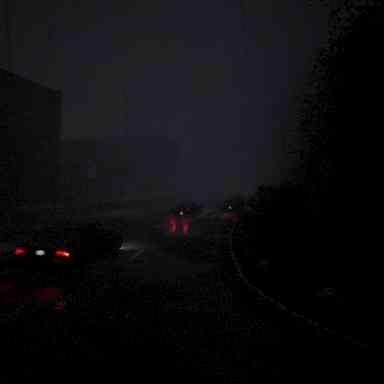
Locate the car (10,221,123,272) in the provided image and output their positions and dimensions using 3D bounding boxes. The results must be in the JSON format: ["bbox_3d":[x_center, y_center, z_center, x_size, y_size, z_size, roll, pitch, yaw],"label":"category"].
[{"bbox_3d":[-3.959,1.731,11.564,2.033,1.411,5.357,2,0,4],"label":"car"}]

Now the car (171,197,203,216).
[{"bbox_3d":[-0.345,1.553,32.090,1.895,1.301,4.718,1,2,15],"label":"car"}]

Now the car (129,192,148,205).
[{"bbox_3d":[-8.476,0.919,45.663,1.946,1.575,5.366,1,2,18],"label":"car"}]

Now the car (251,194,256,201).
[{"bbox_3d":[10.528,1.001,55.463,2.033,1.411,5.357,1,2,18],"label":"car"}]

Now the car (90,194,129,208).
[{"bbox_3d":[-10.187,1.041,40.413,1.946,1.575,5.366,1,2,18],"label":"car"}]

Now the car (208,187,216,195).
[{"bbox_3d":[3.533,-0.174,82.709,2.435,2.045,5.566,1,2,18],"label":"car"}]

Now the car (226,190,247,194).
[{"bbox_3d":[7.532,0.863,56.757,1.882,1.535,5.008,1,2,18],"label":"car"}]

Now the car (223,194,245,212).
[{"bbox_3d":[4.804,1.365,37.816,1.837,1.490,4.892,1,2,17],"label":"car"}]

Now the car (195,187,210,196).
[{"bbox_3d":[1.839,0.197,77.494,2.231,1.521,4.892,1,2,18],"label":"car"}]

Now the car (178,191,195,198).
[{"bbox_3d":[-1.582,0.466,66.950,2.163,1.488,4.792,1,2,18],"label":"car"}]

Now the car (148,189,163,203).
[{"bbox_3d":[-6.773,0.799,50.918,1.946,1.575,5.366,1,2,18],"label":"car"}]

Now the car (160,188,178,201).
[{"bbox_3d":[-4.978,0.425,56.435,2.435,2.045,5.566,1,2,18],"label":"car"}]

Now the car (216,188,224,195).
[{"bbox_3d":[6.380,-0.127,91.693,2.231,1.521,4.892,1,2,19],"label":"car"}]
